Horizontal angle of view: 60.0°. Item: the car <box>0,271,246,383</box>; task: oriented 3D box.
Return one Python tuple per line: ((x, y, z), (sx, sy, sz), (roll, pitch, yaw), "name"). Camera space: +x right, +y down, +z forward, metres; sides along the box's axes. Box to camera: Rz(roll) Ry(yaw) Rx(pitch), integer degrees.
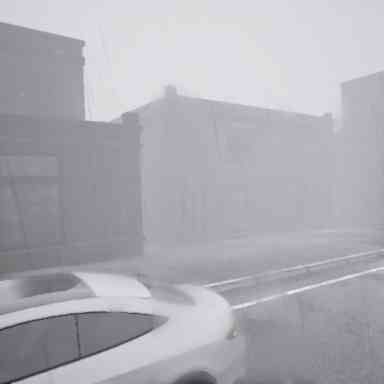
((-1.592, 1.526, 2.782), (4.674, 1.442, 1.812), (0, 0, -35), "car")
